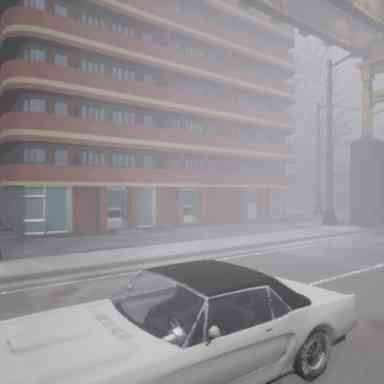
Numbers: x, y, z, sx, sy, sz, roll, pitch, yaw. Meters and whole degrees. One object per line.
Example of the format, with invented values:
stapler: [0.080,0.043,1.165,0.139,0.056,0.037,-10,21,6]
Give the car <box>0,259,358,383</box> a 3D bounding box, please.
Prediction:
car: [-0.141,1.601,3.893,4.718,1.301,1.895,0,0,-36]
